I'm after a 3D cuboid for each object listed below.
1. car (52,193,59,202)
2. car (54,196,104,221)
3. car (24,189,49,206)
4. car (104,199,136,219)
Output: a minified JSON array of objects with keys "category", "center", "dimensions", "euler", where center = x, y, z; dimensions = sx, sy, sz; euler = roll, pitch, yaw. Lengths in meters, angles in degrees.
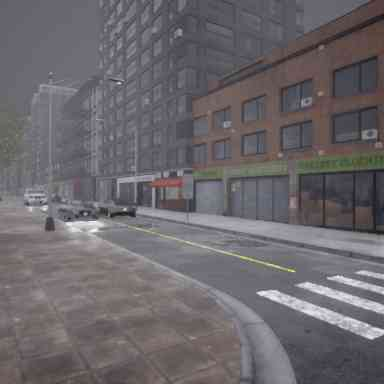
[{"category":"car","center":[-20.013,0.900,47.582],"dimensions":[1.812,1.442,4.674],"euler":[0,0,-32]},{"category":"car","center":[-7.840,1.181,22.892],"dimensions":[1.994,1.385,4.181],"euler":[0,1,-32]},{"category":"car","center":[-19.822,0.589,41.966],"dimensions":[2.150,2.045,5.566],"euler":[0,0,-32]},{"category":"car","center":[-5.819,1.186,25.206],"dimensions":[1.994,1.385,4.181],"euler":[0,1,-32]}]
